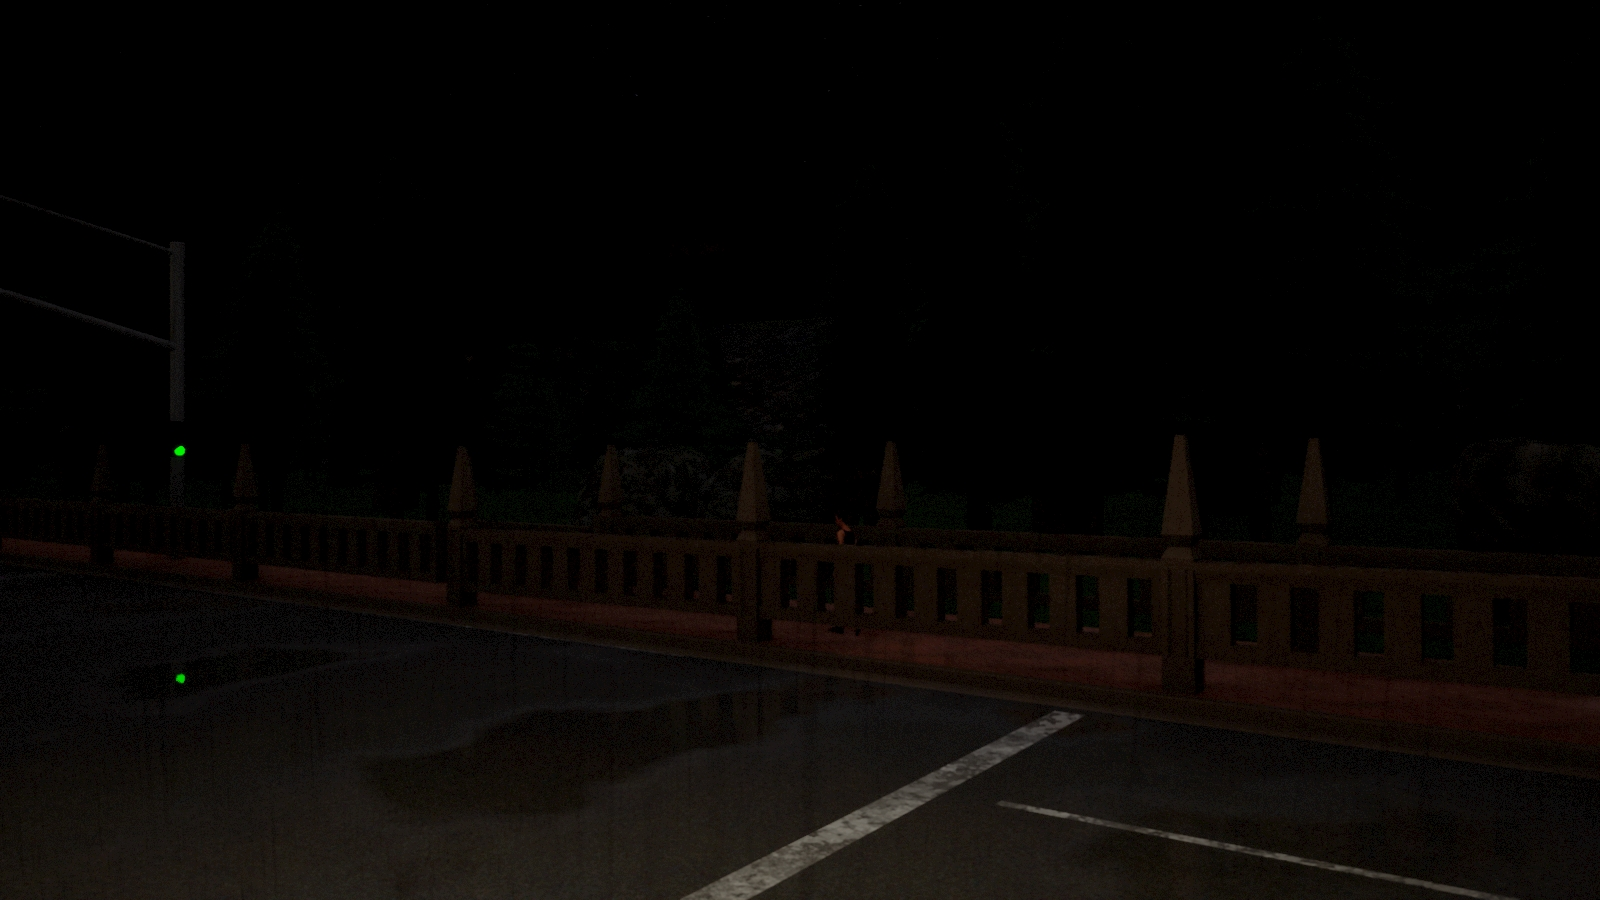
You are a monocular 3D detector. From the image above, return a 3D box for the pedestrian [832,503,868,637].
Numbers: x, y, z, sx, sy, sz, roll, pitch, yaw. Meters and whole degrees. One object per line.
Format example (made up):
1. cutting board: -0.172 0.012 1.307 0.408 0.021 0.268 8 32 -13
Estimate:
1. pedestrian: 0.711 1.699 16.289 0.375 1.860 0.375 0 0 35
